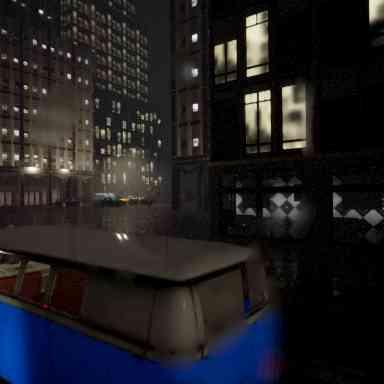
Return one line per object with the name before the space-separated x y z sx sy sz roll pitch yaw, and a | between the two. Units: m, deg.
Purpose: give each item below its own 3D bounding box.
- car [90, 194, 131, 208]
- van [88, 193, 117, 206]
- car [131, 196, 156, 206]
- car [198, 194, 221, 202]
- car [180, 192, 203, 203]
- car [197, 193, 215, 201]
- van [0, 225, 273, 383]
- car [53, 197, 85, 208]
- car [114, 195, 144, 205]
car | -10.141 1.267 41.077 1.887 1.381 4.507 0 0 36
van | -13.596 1.135 50.544 1.690 1.788 3.998 0 0 36
car | -6.811 1.230 45.626 2.008 1.369 4.403 0 0 36
car | 3.181 1.101 59.273 2.008 1.369 4.403 0 0 36
car | -0.152 0.908 54.723 2.192 1.841 5.009 0 0 36
car | 3.065 1.016 73.299 1.967 1.590 4.097 0 0 36
van | -1.112 1.342 3.684 3.998 1.788 1.690 0 -1 36
car | -16.926 1.403 45.994 1.947 1.339 4.313 0 0 36
car | -10.363 1.278 54.958 1.752 1.417 4.829 0 0 36
